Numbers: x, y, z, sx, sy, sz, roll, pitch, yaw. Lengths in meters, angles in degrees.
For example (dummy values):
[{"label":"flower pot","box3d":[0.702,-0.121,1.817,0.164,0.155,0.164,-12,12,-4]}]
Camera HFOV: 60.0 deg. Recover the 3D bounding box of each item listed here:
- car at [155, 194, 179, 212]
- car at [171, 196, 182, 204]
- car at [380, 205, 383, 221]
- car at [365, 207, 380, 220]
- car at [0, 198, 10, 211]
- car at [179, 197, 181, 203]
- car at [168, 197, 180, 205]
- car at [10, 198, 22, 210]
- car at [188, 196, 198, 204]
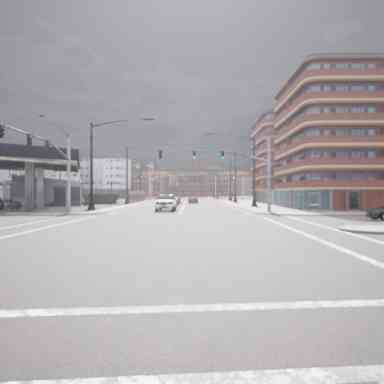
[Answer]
[{"label":"car","box3d":[-3.126,1.292,40.291,2.150,2.045,5.566,0,0,2]},{"label":"car","box3d":[-3.341,1.639,71.228,2.128,1.511,4.902,0,0,0]},{"label":"car","box3d":[16.297,1.642,23.444,4.718,1.301,1.895,0,0,-3]},{"label":"car","box3d":[16.678,1.552,26.920,4.892,1.490,1.837,0,0,0]},{"label":"car","box3d":[-23.319,1.360,36.841,4.611,1.667,2.242,0,0,1]},{"label":"car","box3d":[-3.214,1.636,50.586,2.033,1.411,5.357,0,0,0]},{"label":"car","box3d":[-3.253,1.654,60.900,2.033,1.411,5.357,0,0,0]},{"label":"car","box3d":[-24.037,1.531,42.591,3.806,1.475,1.970,0,0,1]},{"label":"car","box3d":[0.195,1.609,66.955,2.128,1.511,4.902,0,0,0]}]
